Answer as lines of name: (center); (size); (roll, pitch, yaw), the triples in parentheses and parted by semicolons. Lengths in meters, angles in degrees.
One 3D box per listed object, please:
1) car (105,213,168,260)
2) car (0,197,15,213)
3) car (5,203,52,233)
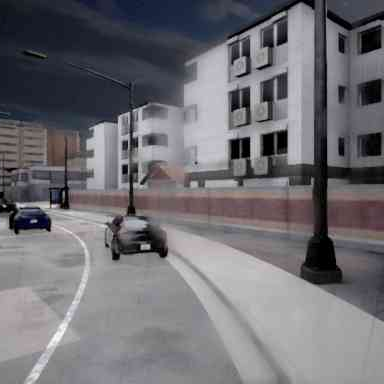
car: (-2.186, 1.525, 12.418); (1.812, 1.442, 4.674); (0, 0, -19)
car: (-18.561, 1.351, 32.647); (2.097, 1.767, 4.553); (0, 0, -35)
car: (-9.741, 1.565, 19.876); (1.994, 1.385, 4.181); (0, 0, -33)
